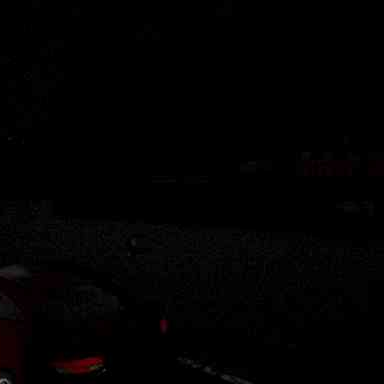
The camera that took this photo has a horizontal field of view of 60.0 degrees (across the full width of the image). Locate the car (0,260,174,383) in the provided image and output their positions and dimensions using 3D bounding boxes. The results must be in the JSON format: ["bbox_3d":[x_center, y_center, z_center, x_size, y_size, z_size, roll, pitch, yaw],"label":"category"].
[{"bbox_3d":[-2.136,1.578,4.333,4.206,1.307,1.802,0,1,36],"label":"car"}]
